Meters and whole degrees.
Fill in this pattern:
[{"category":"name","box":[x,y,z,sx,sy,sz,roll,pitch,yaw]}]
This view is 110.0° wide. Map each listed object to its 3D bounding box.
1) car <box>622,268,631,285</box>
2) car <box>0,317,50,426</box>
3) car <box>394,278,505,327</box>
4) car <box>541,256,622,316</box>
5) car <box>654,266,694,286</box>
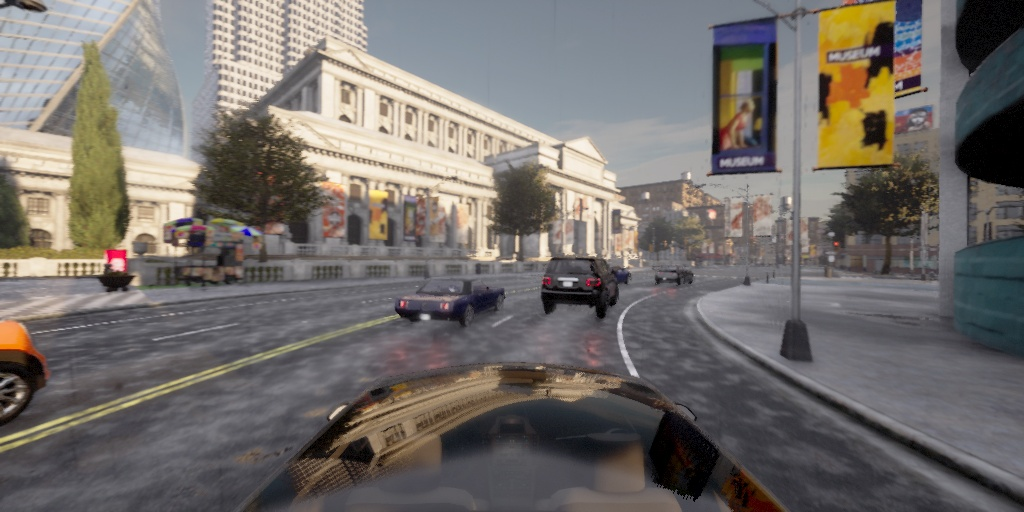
[{"category":"car","box":[7.268,1.284,27.010,2.097,1.767,4.553,1,0,39]},{"category":"car","box":[-6.838,1.020,2.397,2.097,1.767,4.553,1,0,4]},{"category":"car","box":[-1.704,1.366,11.765,1.895,1.301,4.718,1,0,16]},{"category":"car","box":[2.805,1.047,14.052,2.150,2.045,5.566,0,-1,22]},{"category":"car","box":[12.768,1.494,28.107,2.128,1.511,4.902,1,0,41]}]
